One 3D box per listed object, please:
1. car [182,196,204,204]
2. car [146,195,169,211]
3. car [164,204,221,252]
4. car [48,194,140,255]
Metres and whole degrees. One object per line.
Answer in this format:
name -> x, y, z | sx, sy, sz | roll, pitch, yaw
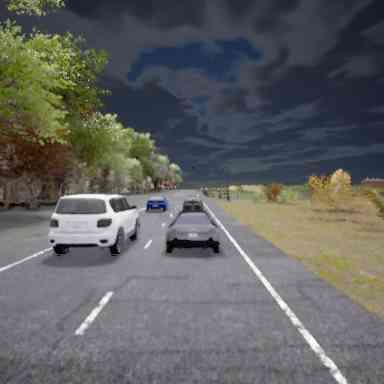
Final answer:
car -> 0.094, 1.125, 31.879 | 1.837, 1.490, 4.892 | 0, 1, 0
car -> -3.402, 1.078, 33.486 | 1.882, 1.535, 5.008 | 0, 1, 0
car -> 0.046, 1.408, 13.219 | 1.994, 1.385, 4.181 | 0, 1, 0
car -> -3.457, 1.073, 12.760 | 2.150, 2.045, 5.566 | 0, 1, 1
